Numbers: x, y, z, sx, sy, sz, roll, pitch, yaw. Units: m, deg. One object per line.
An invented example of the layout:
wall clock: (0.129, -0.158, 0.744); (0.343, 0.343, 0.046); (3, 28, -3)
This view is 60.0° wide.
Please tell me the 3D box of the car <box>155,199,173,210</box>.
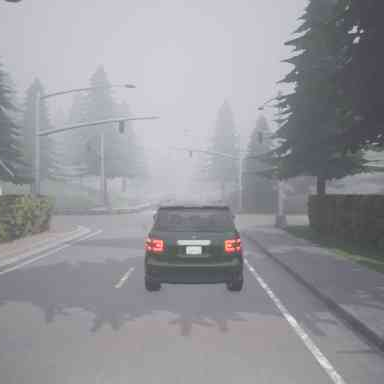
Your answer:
car: (-3.641, 1.627, 43.974); (1.895, 1.301, 4.718); (0, 0, 0)

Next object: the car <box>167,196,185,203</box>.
car: (-3.615, 1.569, 74.092); (1.812, 1.442, 4.674); (0, 0, -35)

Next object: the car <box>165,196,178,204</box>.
car: (-4.142, 1.544, 65.956); (1.837, 1.490, 4.892); (0, 0, -13)

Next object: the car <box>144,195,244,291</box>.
car: (0.054, 1.227, 9.143); (2.150, 2.045, 5.566); (0, 0, 0)

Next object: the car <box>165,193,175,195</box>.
car: (-3.643, 1.254, 54.340); (2.150, 2.045, 5.566); (0, 0, -1)
